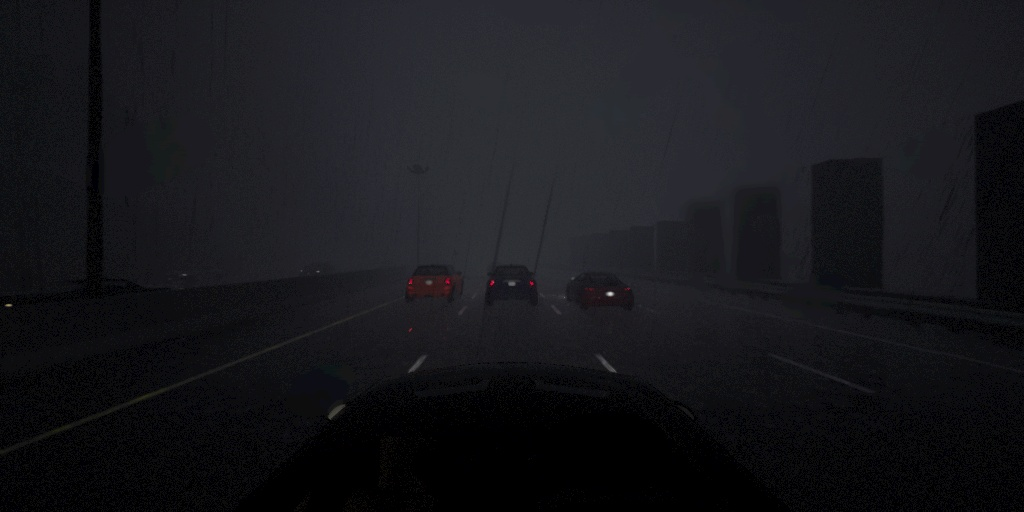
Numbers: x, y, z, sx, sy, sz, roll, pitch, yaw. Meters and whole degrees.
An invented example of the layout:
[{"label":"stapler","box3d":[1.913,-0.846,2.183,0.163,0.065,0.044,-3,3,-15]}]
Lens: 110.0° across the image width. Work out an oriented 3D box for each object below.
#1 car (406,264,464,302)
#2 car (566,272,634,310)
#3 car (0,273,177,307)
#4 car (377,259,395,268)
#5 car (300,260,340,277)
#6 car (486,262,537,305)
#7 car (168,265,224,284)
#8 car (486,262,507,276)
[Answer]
[{"label":"car","box3d":[-3.578,1.153,17.345,2.097,1.767,4.553,0,0,-1]},{"label":"car","box3d":[3.479,1.339,14.836,1.994,1.385,4.181,0,0,-1]},{"label":"car","box3d":[-14.177,1.418,11.702,1.895,1.301,4.718,0,0,-1]},{"label":"car","box3d":[-18.677,1.466,53.920,1.812,1.442,4.674,0,0,-12]},{"label":"car","box3d":[-19.051,1.398,35.425,1.837,1.490,4.892,0,0,-7]},{"label":"car","box3d":[-0.053,1.140,16.406,2.097,1.767,4.553,0,0,-1]},{"label":"car","box3d":[-25.405,1.419,28.771,1.812,1.442,4.674,0,0,-5]},{"label":"car","box3d":[-1.818,1.420,40.065,1.994,1.385,4.181,0,0,-8]}]
